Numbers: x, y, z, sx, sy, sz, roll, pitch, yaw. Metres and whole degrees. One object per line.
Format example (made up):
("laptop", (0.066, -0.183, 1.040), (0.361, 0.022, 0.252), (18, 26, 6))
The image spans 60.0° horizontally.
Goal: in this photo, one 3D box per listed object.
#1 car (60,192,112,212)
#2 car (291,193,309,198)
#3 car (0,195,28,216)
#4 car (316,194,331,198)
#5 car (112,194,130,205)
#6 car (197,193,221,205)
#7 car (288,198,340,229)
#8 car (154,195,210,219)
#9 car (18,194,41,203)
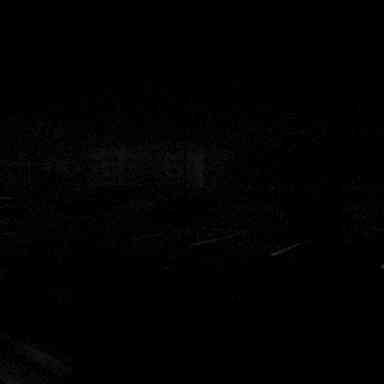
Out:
("car", (-10.682, 0.935, 33.192), (1.932, 1.855, 4.605), (0, 0, 35))
("car", (12.355, 1.007, 38.224), (1.905, 1.878, 3.866), (0, 0, 35))
("car", (-15.537, 1.199, 26.240), (1.970, 1.475, 3.806), (0, 0, 35))
("car", (14.968, 1.044, 36.888), (1.932, 1.855, 4.605), (0, 0, 35))
("car", (-10.591, 1.095, 45.374), (2.007, 1.523, 4.514), (0, 0, 35))
("car", (1.896, 1.009, 45.594), (2.152, 1.636, 5.027), (0, 0, 35))
("car", (7.233, 1.288, 19.646), (1.845, 1.501, 3.633), (0, 0, 35))
("car", (-0.911, 1.208, 25.436), (2.007, 1.523, 4.514), (0, 0, 35))
("car", (-27.549, 1.042, 54.171), (2.033, 1.411, 5.357), (0, 0, 35))
